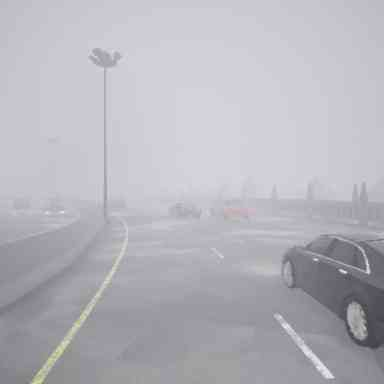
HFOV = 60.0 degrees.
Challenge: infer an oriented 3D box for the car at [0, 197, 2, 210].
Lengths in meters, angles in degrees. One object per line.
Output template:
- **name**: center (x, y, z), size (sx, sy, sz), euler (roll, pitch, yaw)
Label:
- **car**: center (-25.770, 1.221, 42.671), size (2.150, 2.045, 5.566), euler (0, 0, -30)

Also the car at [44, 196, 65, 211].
- **car**: center (-16.695, 1.351, 40.324), size (2.097, 1.767, 4.553), euler (0, 0, -26)

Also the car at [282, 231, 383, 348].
- **car**: center (3.224, 1.505, 6.311), size (1.837, 1.490, 4.892), euler (0, 0, -4)

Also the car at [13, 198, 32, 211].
- **car**: center (-21.097, 1.477, 41.326), size (1.882, 1.535, 5.008), euler (0, 0, -28)

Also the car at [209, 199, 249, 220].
- **car**: center (3.016, 1.351, 28.064), size (2.097, 1.767, 4.553), euler (0, 0, -15)

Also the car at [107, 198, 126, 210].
- **car**: center (-9.848, 1.490, 42.599), size (2.128, 1.511, 4.902), euler (0, 0, -25)

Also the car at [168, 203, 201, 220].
- **car**: center (-0.745, 1.600, 28.709), size (1.895, 1.301, 4.718), euler (0, 0, -16)
